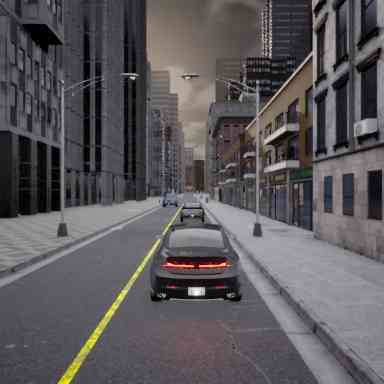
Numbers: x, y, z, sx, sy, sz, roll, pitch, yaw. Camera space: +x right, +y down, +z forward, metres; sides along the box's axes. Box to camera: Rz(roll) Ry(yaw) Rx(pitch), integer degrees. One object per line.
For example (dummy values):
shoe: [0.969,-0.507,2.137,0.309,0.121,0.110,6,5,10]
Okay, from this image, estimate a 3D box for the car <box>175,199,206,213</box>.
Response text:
car: [0.046,1.509,26.311,2.128,1.511,4.902,0,0,0]

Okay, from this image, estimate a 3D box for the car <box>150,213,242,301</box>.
car: [0.085,1.507,8.292,1.837,1.490,4.892,0,0,0]

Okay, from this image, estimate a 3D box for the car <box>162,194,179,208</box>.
car: [-3.147,1.264,48.806,2.150,2.045,5.566,0,0,0]
